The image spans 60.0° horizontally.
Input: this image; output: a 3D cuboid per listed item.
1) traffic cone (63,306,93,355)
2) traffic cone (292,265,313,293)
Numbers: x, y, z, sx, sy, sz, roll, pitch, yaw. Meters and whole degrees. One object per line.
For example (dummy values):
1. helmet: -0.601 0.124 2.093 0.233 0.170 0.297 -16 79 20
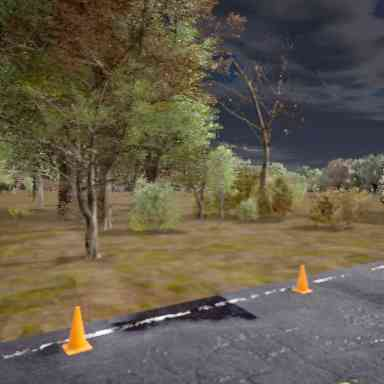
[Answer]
1. traffic cone: -1.646 1.949 4.788 0.340 0.580 0.340 0 0 -35
2. traffic cone: 2.538 1.970 7.636 0.340 0.580 0.340 0 0 -34
